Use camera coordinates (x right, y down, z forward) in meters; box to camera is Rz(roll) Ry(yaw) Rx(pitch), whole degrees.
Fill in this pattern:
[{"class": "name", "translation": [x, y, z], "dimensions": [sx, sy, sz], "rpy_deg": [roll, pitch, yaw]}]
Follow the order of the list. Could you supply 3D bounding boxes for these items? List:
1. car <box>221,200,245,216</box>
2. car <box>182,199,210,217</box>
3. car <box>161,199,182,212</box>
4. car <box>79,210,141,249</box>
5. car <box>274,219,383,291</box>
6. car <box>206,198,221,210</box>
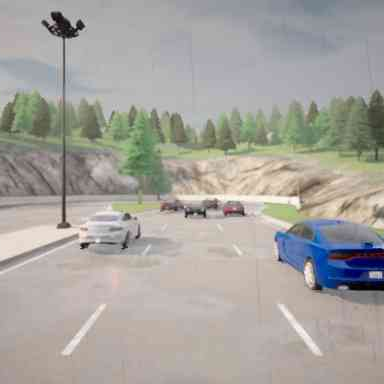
[{"class": "car", "translation": [4.093, 1.521, 32.495], "dimensions": [1.994, 1.385, 4.181], "rpy_deg": [0, 0, 6]}, {"class": "car", "translation": [0.408, 1.561, 30.193], "dimensions": [1.895, 1.301, 4.718], "rpy_deg": [0, 0, 3]}, {"class": "car", "translation": [-2.131, 1.477, 37.198], "dimensions": [1.812, 1.442, 4.674], "rpy_deg": [0, 0, 12]}, {"class": "car", "translation": [-3.397, 1.507, 14.297], "dimensions": [1.812, 1.442, 4.674], "rpy_deg": [0, 0, 0]}, {"class": "car", "translation": [3.602, 1.466, 8.989], "dimensions": [1.882, 1.535, 5.008], "rpy_deg": [0, 0, 0]}, {"class": "car", "translation": [2.564, 1.438, 41.272], "dimensions": [2.128, 1.511, 4.902], "rpy_deg": [0, 0, 15]}]
